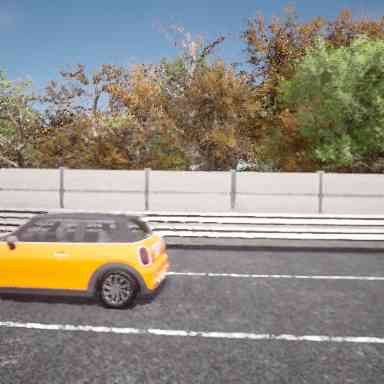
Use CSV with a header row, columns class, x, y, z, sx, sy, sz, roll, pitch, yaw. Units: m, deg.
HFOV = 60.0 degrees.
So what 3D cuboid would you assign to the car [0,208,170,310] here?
class,x,y,z,sx,sy,sz,roll,pitch,yaw
car,-2.830,1.208,7.167,4.553,1.767,2.097,1,1,7
